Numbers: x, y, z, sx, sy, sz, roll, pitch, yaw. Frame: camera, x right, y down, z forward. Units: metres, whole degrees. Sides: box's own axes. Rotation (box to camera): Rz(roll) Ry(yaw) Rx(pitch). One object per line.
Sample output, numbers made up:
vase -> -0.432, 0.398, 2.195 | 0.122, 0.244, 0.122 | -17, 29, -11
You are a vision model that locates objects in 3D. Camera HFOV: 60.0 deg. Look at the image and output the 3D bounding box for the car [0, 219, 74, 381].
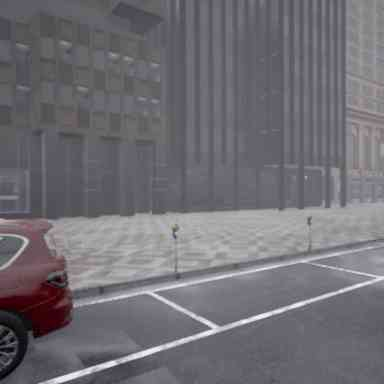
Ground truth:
car -> -3.969, 1.318, 3.826 | 5.009, 1.841, 2.192 | 0, 0, -35
